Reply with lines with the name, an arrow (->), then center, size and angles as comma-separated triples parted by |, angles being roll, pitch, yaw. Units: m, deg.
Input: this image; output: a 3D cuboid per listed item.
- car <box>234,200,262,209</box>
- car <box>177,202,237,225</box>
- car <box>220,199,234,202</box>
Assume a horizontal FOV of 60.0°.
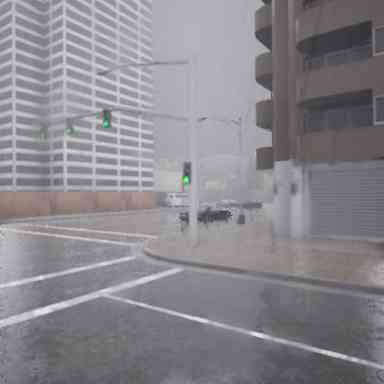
car -> 8.209, 1.788, 47.144 | 1.895, 1.301, 4.718 | -1, 0, 35
car -> 1.211, 1.695, 25.081 | 1.895, 1.301, 4.718 | -1, 0, 35
car -> 5.193, 1.747, 48.946 | 1.812, 1.442, 4.674 | -1, -1, 35
